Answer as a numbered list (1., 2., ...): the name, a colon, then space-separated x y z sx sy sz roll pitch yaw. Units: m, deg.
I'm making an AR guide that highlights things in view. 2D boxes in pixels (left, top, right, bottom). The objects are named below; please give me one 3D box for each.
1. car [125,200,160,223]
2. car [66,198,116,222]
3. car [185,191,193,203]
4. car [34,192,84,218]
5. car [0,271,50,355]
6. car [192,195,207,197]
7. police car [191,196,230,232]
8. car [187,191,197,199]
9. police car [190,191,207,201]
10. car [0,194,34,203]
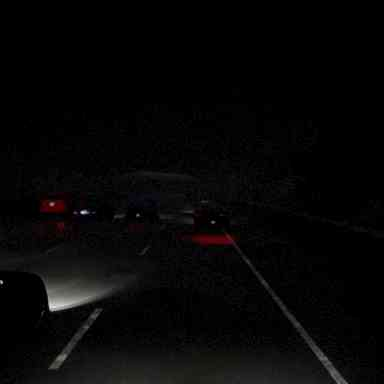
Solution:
1. car: -3.398 1.279 23.428 1.882 1.535 5.008 0 1 0
2. car: -6.898 1.343 23.931 2.033 1.411 5.357 0 1 0
3. car: 0.006 0.722 51.905 2.097 1.767 4.553 0 1 0
4. car: -10.386 0.970 27.372 2.150 2.045 5.566 0 1 0
5. car: -3.399 1.543 3.943 1.994 1.385 4.181 0 0 0
6. car: 1.052 1.249 29.103 1.812 1.442 4.674 0 1 0
7. police car: 1.052 1.277 19.203 1.930 1.638 5.238 0 1 0
8. car: 0.007 0.631 66.985 1.837 1.490 4.892 0 1 0
9. police car: 1.053 1.056 35.218 1.930 1.638 5.238 0 1 0
10. car: -21.080 1.044 41.091 1.837 1.490 4.892 0 1 0
